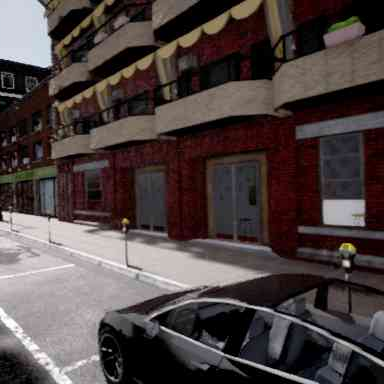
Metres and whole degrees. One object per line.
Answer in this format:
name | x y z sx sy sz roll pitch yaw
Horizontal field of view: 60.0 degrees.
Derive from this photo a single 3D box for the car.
car | 0.701 1.485 3.191 1.947 1.339 4.313 -1 1 -42
